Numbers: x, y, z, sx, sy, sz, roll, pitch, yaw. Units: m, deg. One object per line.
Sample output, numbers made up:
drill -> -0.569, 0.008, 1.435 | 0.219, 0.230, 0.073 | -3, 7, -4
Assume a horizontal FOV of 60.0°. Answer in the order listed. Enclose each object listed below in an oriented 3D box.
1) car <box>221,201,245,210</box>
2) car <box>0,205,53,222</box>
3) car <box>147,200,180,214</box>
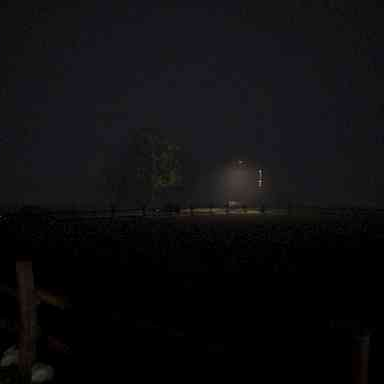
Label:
car -> 6.998, 2.277, 55.417 | 2.033, 1.411, 5.357 | 0, -1, 38
car -> -14.147, 1.786, 28.387 | 1.994, 1.385, 4.181 | 0, -1, 38
car -> -3.551, 1.828, 42.002 | 2.097, 1.767, 4.553 | 0, -1, 38
